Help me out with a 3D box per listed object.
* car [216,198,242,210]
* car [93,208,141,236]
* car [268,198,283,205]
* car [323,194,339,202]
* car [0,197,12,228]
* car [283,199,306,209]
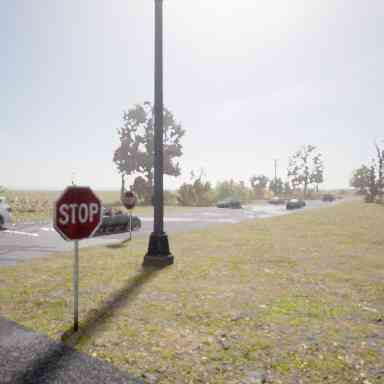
[{"bbox_3d":[5.253,1.637,46.912,1.882,1.535,5.008,0,0,34],"label":"car"},{"bbox_3d":[-4.907,1.628,19.261,1.994,1.385,4.181,0,0,34],"label":"car"},{"bbox_3d":[15.887,1.746,62.713,1.994,1.385,4.181,0,0,34],"label":"car"},{"bbox_3d":[35.071,1.465,84.810,2.150,2.045,5.566,0,0,34],"label":"car"},{"bbox_3d":[-13.416,1.285,19.175,2.150,2.045,5.566,0,0,34],"label":"car"},{"bbox_3d":[15.627,1.738,49.783,1.994,1.385,4.181,0,0,33],"label":"car"}]
